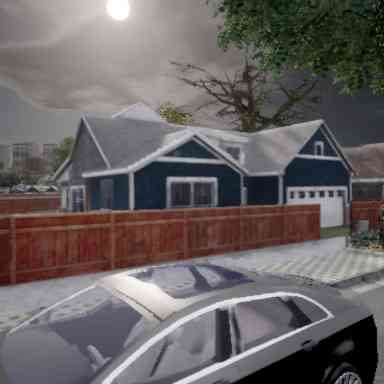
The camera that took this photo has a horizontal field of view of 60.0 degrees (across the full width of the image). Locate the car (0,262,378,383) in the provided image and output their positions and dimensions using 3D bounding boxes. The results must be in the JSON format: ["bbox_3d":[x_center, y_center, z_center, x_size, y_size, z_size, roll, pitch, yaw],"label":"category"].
[{"bbox_3d":[-0.320,1.487,2.825,4.902,1.511,2.128,0,0,-35],"label":"car"}]
